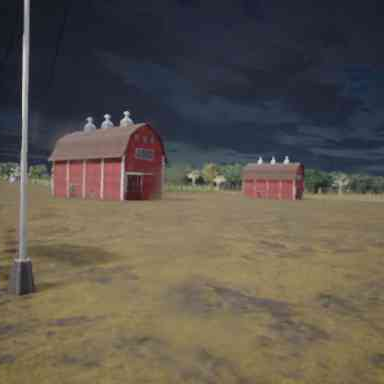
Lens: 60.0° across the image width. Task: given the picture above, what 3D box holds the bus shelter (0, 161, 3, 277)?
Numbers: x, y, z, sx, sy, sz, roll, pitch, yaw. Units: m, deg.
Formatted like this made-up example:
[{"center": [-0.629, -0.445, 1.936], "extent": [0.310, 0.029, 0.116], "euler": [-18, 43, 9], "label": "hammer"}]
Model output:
[{"center": [-6.611, 0.581, 8.220], "extent": [3.880, 2.740, 1.920], "euler": [2, 1, 36], "label": "bus shelter"}]
